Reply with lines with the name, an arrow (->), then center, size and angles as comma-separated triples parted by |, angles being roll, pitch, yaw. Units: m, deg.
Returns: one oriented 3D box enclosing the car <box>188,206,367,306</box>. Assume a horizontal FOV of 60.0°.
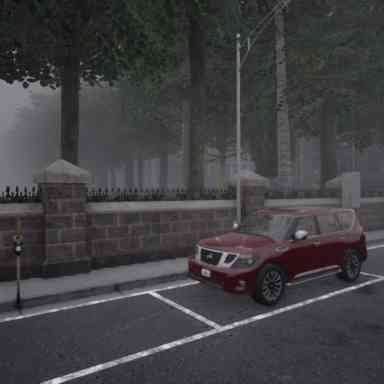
car -> 2.326, 1.314, 8.194 | 5.009, 1.841, 2.192 | 0, 0, -36
